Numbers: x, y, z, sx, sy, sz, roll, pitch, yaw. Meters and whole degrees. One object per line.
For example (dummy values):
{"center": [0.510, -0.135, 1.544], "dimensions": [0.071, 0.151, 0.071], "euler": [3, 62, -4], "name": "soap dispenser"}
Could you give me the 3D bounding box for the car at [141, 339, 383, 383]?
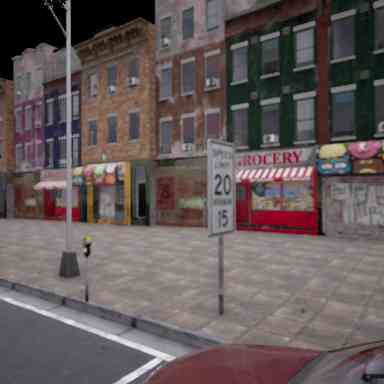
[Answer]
{"center": [1.415, 1.580, 1.797], "dimensions": [4.206, 1.307, 1.802], "euler": [-1, 0, 36], "name": "car"}
